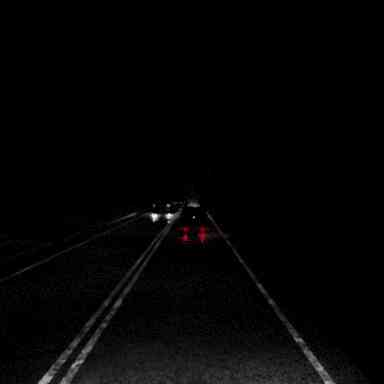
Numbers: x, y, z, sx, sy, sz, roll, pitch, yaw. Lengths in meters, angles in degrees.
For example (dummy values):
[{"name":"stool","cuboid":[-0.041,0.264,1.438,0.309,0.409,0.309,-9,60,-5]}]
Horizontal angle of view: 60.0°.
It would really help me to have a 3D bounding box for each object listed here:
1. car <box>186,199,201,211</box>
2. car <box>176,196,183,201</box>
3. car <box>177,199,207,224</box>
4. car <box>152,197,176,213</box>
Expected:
[{"name":"car","cuboid":[0.163,1.616,43.027,1.812,1.442,4.674,0,0,0]},{"name":"car","cuboid":[-3.126,1.559,78.058,2.033,1.411,5.357,0,0,0]},{"name":"car","cuboid":[0.133,1.547,25.434,2.128,1.511,4.902,0,0,0]},{"name":"car","cuboid":[-3.290,1.433,37.420,2.097,1.767,4.553,0,0,0]}]
